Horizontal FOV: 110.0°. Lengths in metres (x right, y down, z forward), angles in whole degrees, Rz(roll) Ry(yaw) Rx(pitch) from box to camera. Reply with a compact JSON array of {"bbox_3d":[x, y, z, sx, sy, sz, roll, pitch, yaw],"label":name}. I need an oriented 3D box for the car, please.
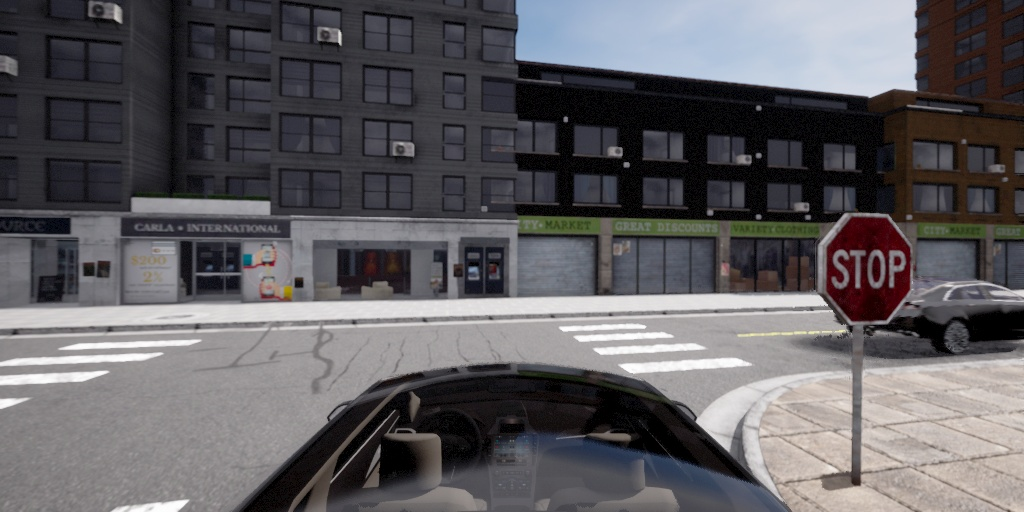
[{"bbox_3d":[10.209,1.272,8.387,4.902,1.511,2.128,0,0,-10],"label":"car"}]
